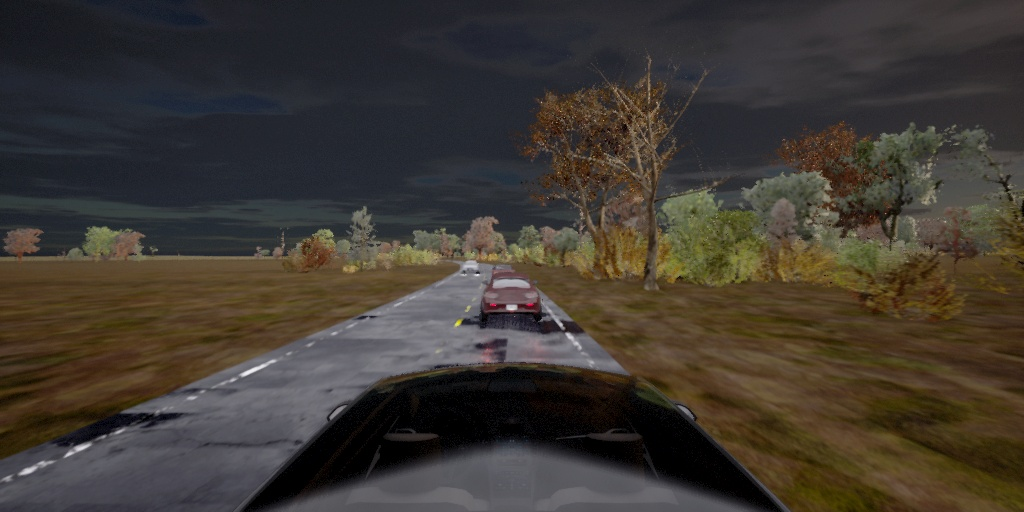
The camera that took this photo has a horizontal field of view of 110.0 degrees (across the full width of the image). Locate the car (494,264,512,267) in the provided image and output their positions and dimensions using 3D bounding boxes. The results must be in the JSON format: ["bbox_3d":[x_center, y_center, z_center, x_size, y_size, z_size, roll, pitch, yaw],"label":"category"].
[{"bbox_3d":[-0.786,1.344,30.153,1.895,1.301,4.718,0,0,-3],"label":"car"}]

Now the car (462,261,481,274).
[{"bbox_3d":[-4.706,1.273,41.237,1.812,1.442,4.674,0,0,-4],"label":"car"}]

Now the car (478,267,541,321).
[{"bbox_3d":[-0.062,1.272,12.343,1.812,1.442,4.674,0,0,-1],"label":"car"}]
